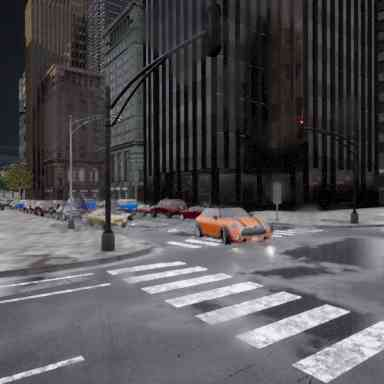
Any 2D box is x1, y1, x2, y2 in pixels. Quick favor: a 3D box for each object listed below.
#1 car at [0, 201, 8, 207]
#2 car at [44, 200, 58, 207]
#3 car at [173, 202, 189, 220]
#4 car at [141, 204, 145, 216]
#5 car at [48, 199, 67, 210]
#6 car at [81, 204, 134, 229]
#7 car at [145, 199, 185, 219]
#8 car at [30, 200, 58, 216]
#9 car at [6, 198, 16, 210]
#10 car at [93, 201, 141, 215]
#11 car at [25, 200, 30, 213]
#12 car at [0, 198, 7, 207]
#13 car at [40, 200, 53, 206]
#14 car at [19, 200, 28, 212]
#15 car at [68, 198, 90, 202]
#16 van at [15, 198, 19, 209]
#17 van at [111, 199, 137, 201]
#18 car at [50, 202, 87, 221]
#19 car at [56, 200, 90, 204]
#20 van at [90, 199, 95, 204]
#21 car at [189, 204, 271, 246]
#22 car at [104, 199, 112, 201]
[{"bbox_3d":[-44.391,2.770,78.051,1.802,1.307,4.206,-1,0,-35],"label":"car"},{"bbox_3d":[-31.720,2.594,74.930,1.947,1.339,4.313,-1,0,-35],"label":"car"},{"bbox_3d":[0.576,1.828,29.437,1.887,1.381,4.507,-1,0,-35],"label":"car"},{"bbox_3d":[-5.303,2.003,37.740,1.802,1.307,4.206,-1,0,-35],"label":"car"},{"bbox_3d":[-24.062,2.169,59.563,2.097,1.767,4.553,0,-1,-35],"label":"car"},{"bbox_3d":[-6.286,1.843,24.371,1.752,1.417,4.829,-1,0,-35],"label":"car"},{"bbox_3d":[-2.369,1.667,33.589,2.192,1.841,5.009,-1,0,-35],"label":"car"},{"bbox_3d":[-17.702,1.900,40.446,2.192,1.841,5.009,-1,0,-35],"label":"car"},{"bbox_3d":[-31.943,2.353,60.511,1.967,1.590,4.097,-1,0,-35],"label":"car"},{"bbox_3d":[-6.836,1.863,29.770,2.128,1.511,4.902,0,-1,-35],"label":"car"},{"bbox_3d":[-20.525,2.195,44.430,1.887,1.381,4.507,-1,0,-35],"label":"car"},{"bbox_3d":[-41.279,2.666,73.667,1.887,1.381,4.507,-1,0,-35],"label":"car"},{"bbox_3d":[-34.732,2.659,79.173,1.947,1.339,4.313,-1,0,-35],"label":"car"},{"bbox_3d":[-23.355,2.156,48.413,1.967,1.590,4.097,-1,0,-35],"label":"car"},{"bbox_3d":[-17.904,1.897,50.879,2.150,2.045,5.566,0,-1,-35],"label":"car"},{"bbox_3d":[-26.185,2.122,52.398,1.690,1.788,3.998,-1,0,-35],"label":"van"},{"bbox_3d":[-8.249,1.831,41.892,1.690,1.788,3.998,-1,0,-35],"label":"van"},{"bbox_3d":[-12.040,2.003,32.477,2.008,1.369,4.403,-1,0,-35],"label":"car"},{"bbox_3d":[-14.642,2.100,40.777,2.033,1.411,5.357,0,-1,-35],"label":"car"},{"bbox_3d":[-17.068,2.036,54.346,1.690,1.788,3.998,-1,0,-35],"label":"van"},{"bbox_3d":[1.830,1.461,16.085,2.097,1.767,4.553,-1,-1,-22],"label":"car"},{"bbox_3d":[-11.189,1.874,46.043,2.192,1.841,5.009,-1,0,-35],"label":"car"}]
